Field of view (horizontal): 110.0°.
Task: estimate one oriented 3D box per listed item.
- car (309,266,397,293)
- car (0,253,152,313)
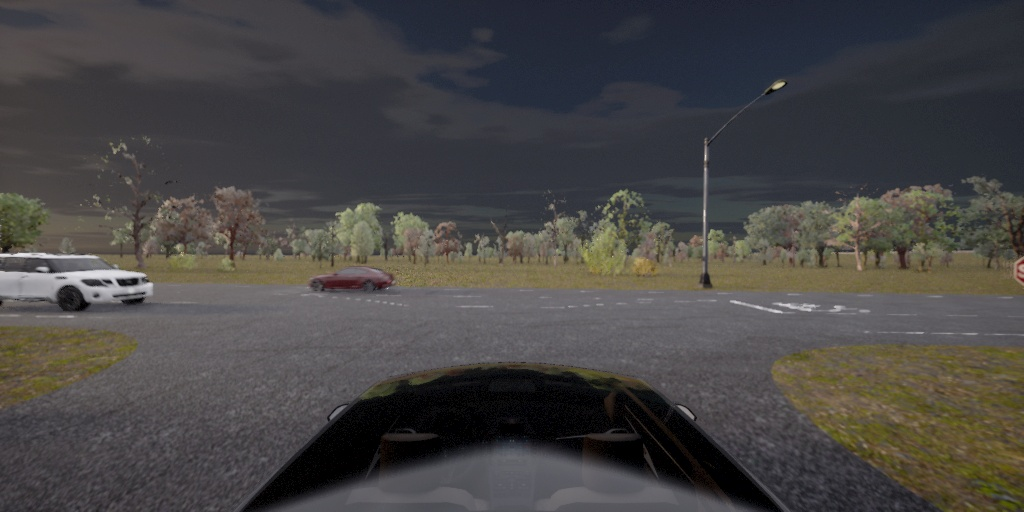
[{"bbox_3d":[-8.936,1.286,20.246,4.674,1.442,1.812,1,0,3],"label":"car"},{"bbox_3d":[-17.077,0.932,13.604,5.566,2.045,2.150,1,0,3],"label":"car"}]
